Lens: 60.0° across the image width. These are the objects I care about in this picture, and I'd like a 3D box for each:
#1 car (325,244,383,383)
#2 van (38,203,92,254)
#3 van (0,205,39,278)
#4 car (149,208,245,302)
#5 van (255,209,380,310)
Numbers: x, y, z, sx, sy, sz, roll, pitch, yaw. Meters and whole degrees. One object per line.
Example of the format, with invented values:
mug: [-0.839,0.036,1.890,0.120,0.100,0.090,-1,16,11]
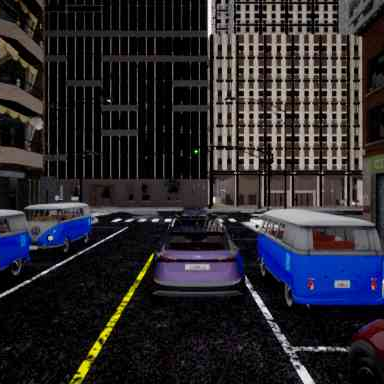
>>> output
car: [2.570,1.440,1.849,1.967,1.590,4.097,0,0,0]
van: [-5.304,1.346,13.227,1.690,1.788,3.998,0,0,0]
van: [-5.306,1.343,7.537,1.690,1.788,3.998,0,0,0]
car: [0.104,1.432,8.296,2.033,1.649,4.856,0,0,0]
van: [2.574,1.343,7.539,1.690,1.788,3.998,0,0,0]
